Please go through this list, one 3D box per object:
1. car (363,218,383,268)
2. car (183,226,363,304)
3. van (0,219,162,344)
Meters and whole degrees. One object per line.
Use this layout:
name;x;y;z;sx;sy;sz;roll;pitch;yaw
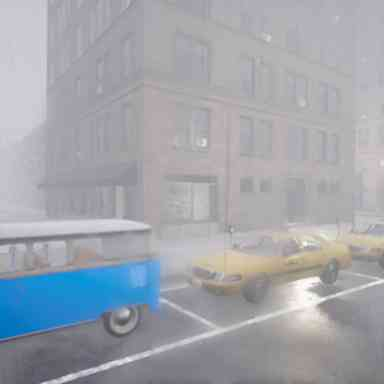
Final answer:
car;6.678;1.611;11.548;4.829;1.417;1.752;1;0;-36
car;2.067;1.572;8.249;4.829;1.417;1.752;1;0;-36
van;-2.404;1.348;5.050;3.998;1.788;1.690;1;0;-36
